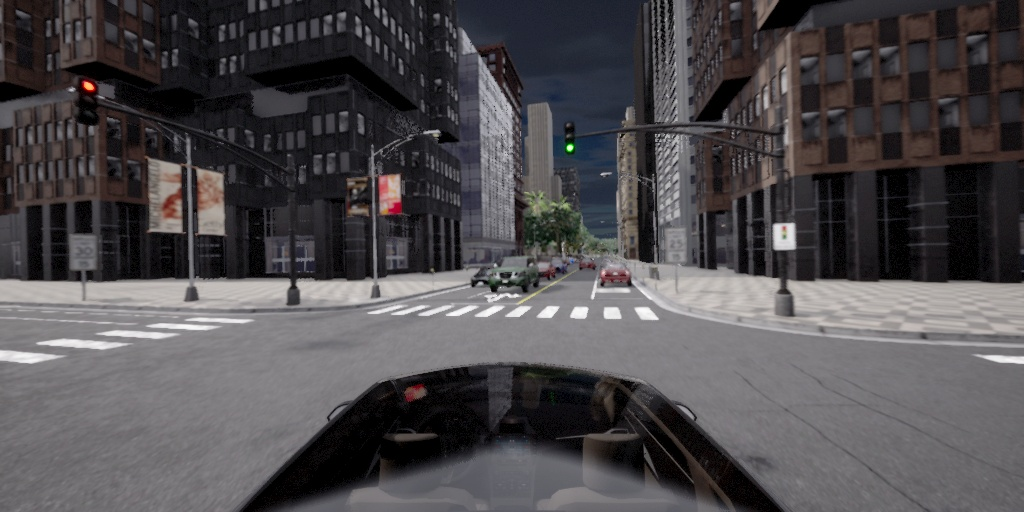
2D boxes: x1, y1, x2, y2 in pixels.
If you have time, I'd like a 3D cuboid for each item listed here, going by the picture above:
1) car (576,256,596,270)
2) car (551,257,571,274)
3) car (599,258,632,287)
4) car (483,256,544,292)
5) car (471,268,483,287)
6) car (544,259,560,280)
[{"bbox_3d":[10.532,1.050,50.152,2.097,1.767,4.553,-1,0,14],"label":"car"},{"bbox_3d":[5.153,1.129,41.092,2.097,1.767,4.553,-1,0,15],"label":"car"},{"bbox_3d":[6.753,1.092,23.559,1.967,1.591,4.097,0,0,14],"label":"car"},{"bbox_3d":[0.289,1.019,21.951,2.150,2.045,5.566,-1,0,14],"label":"car"},{"bbox_3d":[-1.515,1.423,25.629,1.948,1.339,4.313,0,0,14],"label":"car"},{"bbox_3d":[2.731,1.265,31.639,1.882,1.535,5.008,-1,0,15],"label":"car"}]
